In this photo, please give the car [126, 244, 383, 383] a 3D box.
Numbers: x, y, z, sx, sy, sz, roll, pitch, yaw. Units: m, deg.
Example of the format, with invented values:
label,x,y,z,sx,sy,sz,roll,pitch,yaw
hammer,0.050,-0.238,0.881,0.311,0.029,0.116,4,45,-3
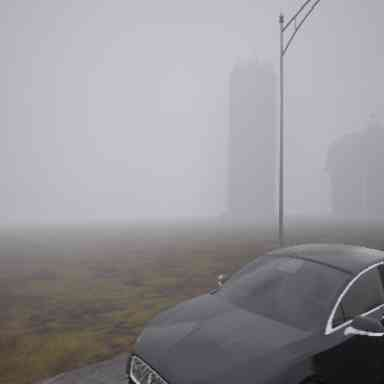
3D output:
label,x,y,z,sx,sy,sz,roll,pitch,yaw
car,1.587,1.506,4.205,4.892,1.490,1.837,0,0,-36
